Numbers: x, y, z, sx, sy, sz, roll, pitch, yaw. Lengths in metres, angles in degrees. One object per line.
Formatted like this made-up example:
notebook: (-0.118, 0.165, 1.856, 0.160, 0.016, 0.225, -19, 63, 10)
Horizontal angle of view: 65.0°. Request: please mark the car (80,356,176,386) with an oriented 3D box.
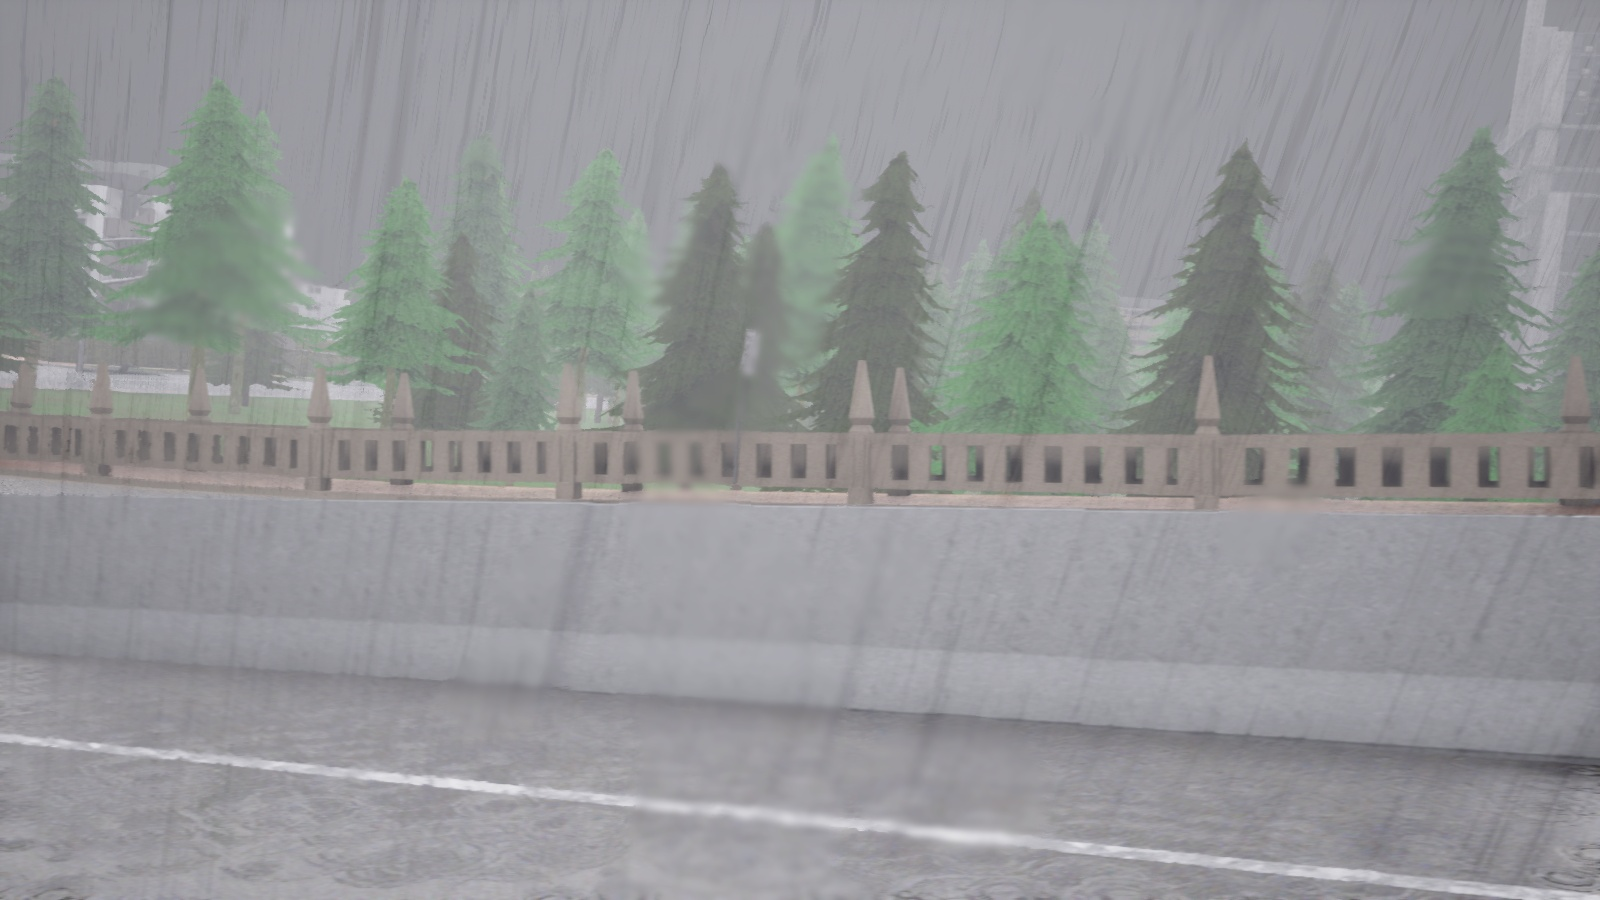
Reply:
car: (-38.750, -4.548, 72.559, 1.895, 1.301, 4.718, 8, 3, 20)
